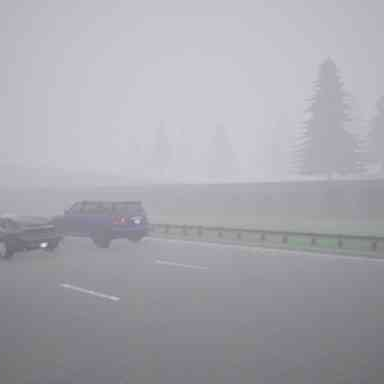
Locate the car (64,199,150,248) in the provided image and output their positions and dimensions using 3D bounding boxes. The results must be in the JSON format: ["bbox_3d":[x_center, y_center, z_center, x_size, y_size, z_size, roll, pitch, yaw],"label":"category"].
[{"bbox_3d":[-4.504,1.369,15.692,5.566,2.045,2.150,0,0,36],"label":"car"}]

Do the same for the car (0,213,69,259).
[{"bbox_3d":[-7.297,1.662,13.399,4.892,1.490,1.837,0,0,36],"label":"car"}]
